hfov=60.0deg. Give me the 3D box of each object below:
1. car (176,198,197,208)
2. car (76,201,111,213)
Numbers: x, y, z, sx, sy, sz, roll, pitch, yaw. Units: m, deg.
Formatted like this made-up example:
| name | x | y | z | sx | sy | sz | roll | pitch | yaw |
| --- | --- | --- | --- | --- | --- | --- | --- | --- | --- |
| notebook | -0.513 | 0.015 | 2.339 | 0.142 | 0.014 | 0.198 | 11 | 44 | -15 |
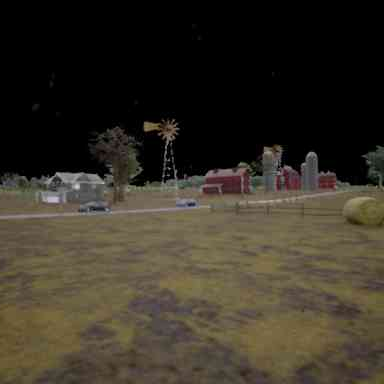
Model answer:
| name | x | y | z | sx | sy | sz | roll | pitch | yaw |
| --- | --- | --- | --- | --- | --- | --- | --- | --- | --- |
| car | -1.004 | 1.942 | 60.654 | 2.097 | 1.767 | 4.553 | -2 | -1 | 36 |
| car | -12.995 | 1.990 | 44.117 | 1.837 | 1.490 | 4.892 | -2 | -2 | 36 |
